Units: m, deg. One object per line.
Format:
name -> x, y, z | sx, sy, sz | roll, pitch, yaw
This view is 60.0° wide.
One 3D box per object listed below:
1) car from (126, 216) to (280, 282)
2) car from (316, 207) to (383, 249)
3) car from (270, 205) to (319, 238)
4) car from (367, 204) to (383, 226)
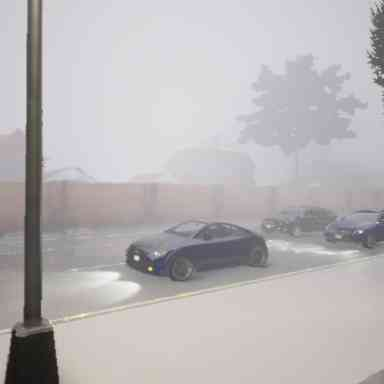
car -> 0.247, 1.511, 9.589 | 4.181, 1.385, 1.994 | 0, 0, -34
car -> 7.808, 1.518, 14.609 | 4.674, 1.442, 1.812 | 0, 0, -34
car -> 5.737, 1.464, 17.439 | 4.892, 1.490, 1.837 | 1, 0, -34
car -> 14.893, 1.559, 23.631 | 5.357, 1.411, 2.033 | 0, 0, -33
